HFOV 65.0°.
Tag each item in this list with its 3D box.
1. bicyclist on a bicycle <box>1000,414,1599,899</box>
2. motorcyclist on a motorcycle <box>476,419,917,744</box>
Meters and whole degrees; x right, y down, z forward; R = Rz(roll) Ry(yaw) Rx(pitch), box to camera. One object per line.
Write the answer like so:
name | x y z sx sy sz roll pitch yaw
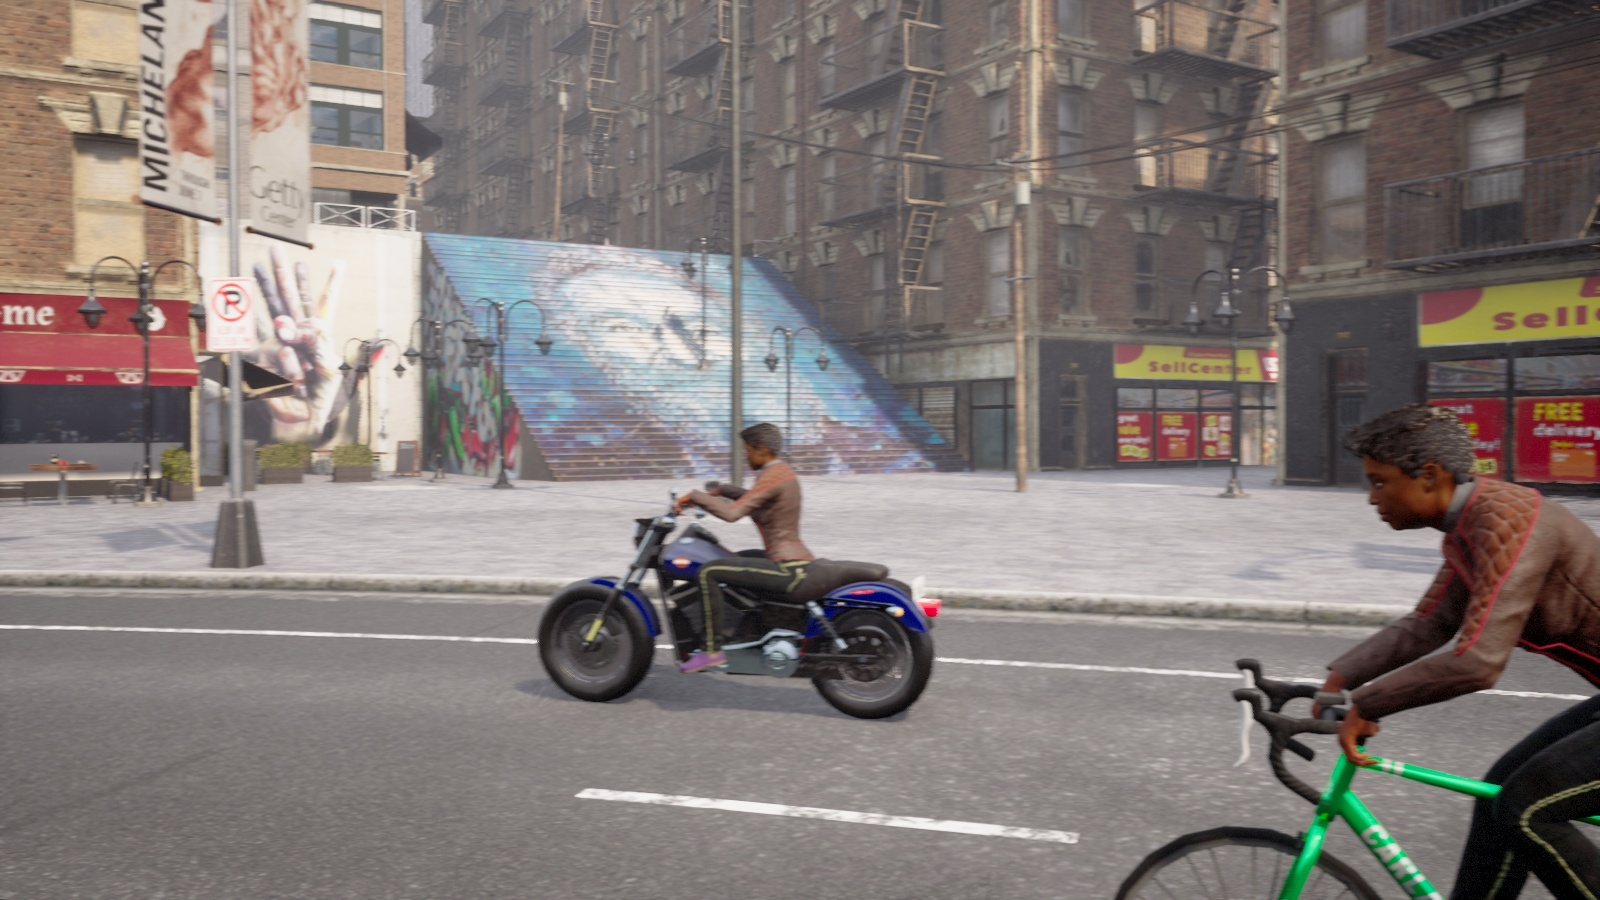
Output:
bicyclist on a bicycle | 1.314 0.736 2.718 1.656 1.620 0.582 0 1 21
motorcyclist on a motorcycle | -0.574 0.652 7.068 2.350 1.649 0.766 0 1 17
